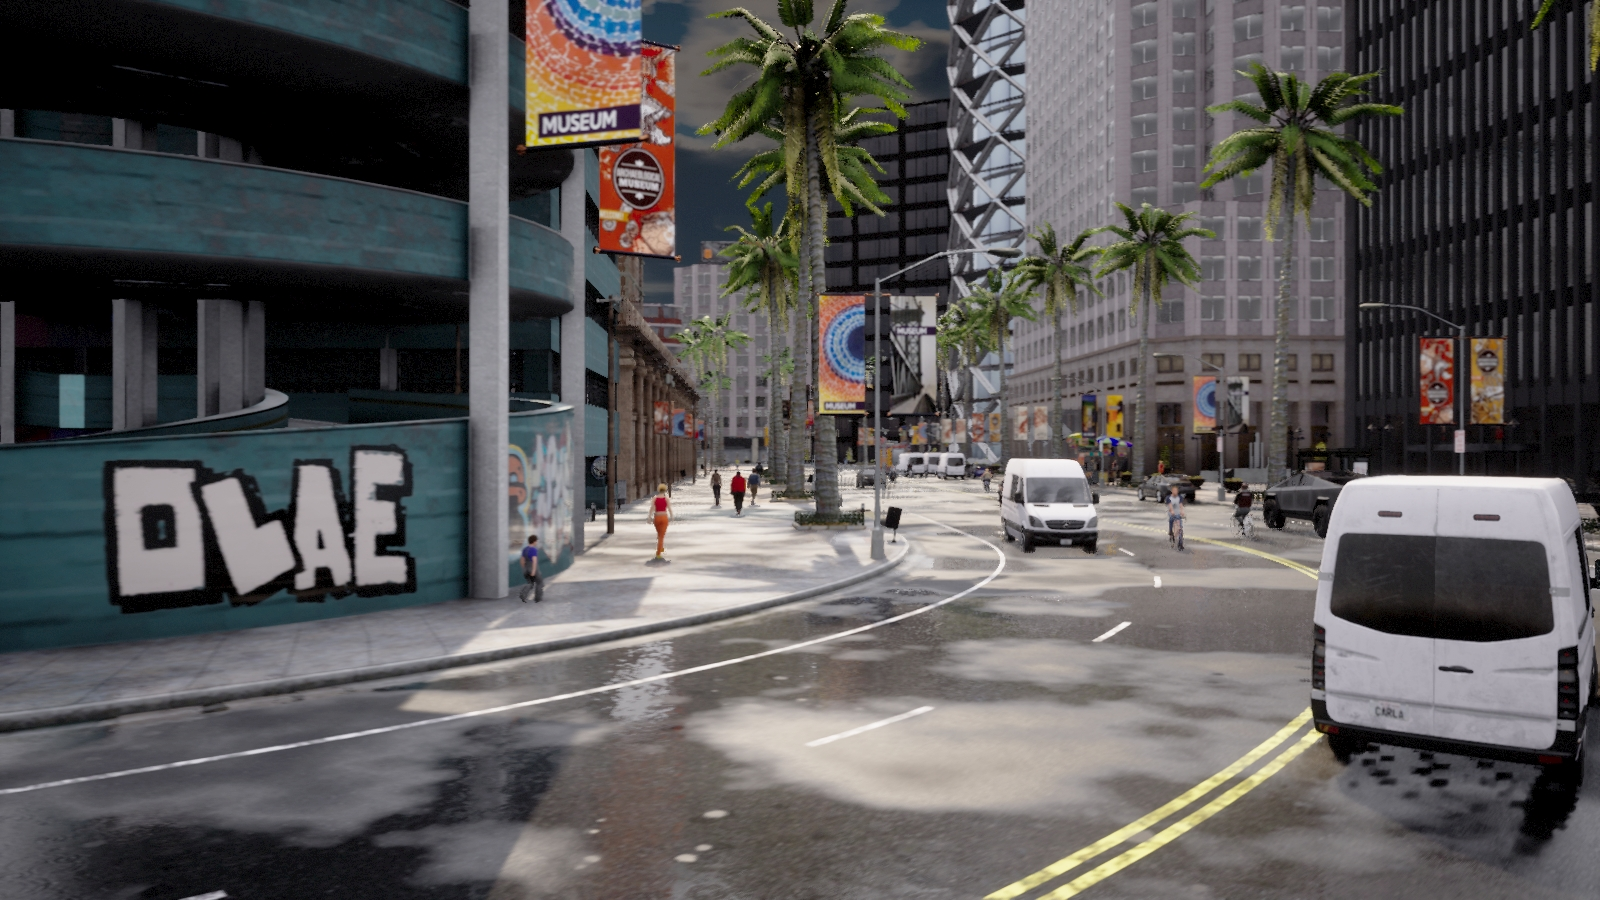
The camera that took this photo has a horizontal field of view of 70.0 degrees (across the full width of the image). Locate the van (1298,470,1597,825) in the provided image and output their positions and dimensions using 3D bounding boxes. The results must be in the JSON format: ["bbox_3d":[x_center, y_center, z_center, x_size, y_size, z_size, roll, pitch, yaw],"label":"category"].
[{"bbox_3d":[6.808,1.537,11.588,1.988,2.561,5.915,1,0,36],"label":"van"}]

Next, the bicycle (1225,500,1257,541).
[{"bbox_3d":[13.994,2.220,36.285,0.329,1.171,1.835,0,0,0],"label":"bicycle"}]

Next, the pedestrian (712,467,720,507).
[{"bbox_3d":[-3.912,1.717,53.428,0.375,1.860,0.375,0,0,-3],"label":"pedestrian"}]

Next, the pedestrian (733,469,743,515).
[{"bbox_3d":[-2.523,1.715,46.679,0.375,1.860,0.375,0,0,3],"label":"pedestrian"}]

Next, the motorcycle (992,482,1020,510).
[{"bbox_3d":[10.013,2.222,55.602,0.867,1.251,2.209,0,0,-3],"label":"motorcycle"}]

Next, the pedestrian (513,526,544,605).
[{"bbox_3d":[-4.687,1.985,19.734,0.375,1.300,0.375,0,0,30],"label":"pedestrian"}]

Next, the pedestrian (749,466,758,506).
[{"bbox_3d":[-2.223,1.717,54.612,0.375,1.860,0.375,0,0,6],"label":"pedestrian"}]

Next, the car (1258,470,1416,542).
[{"bbox_3d":[17.587,1.763,37.885,2.390,2.098,6.274,0,0,1],"label":"car"}]

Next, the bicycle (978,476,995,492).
[{"bbox_3d":[12.564,2.281,76.897,0.859,1.080,1.487,0,0,-3],"label":"bicycle"}]

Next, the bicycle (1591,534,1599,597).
[{"bbox_3d":[15.224,2.214,21.248,0.329,1.171,1.835,0,0,19],"label":"bicycle"}]

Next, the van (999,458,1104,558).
[{"bbox_3d":[7.134,1.544,32.984,1.988,2.561,5.915,0,0,3],"label":"van"}]

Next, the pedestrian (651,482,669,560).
[{"bbox_3d":[-3.386,1.707,27.647,0.375,1.860,0.375,0,0,6],"label":"pedestrian"}]
